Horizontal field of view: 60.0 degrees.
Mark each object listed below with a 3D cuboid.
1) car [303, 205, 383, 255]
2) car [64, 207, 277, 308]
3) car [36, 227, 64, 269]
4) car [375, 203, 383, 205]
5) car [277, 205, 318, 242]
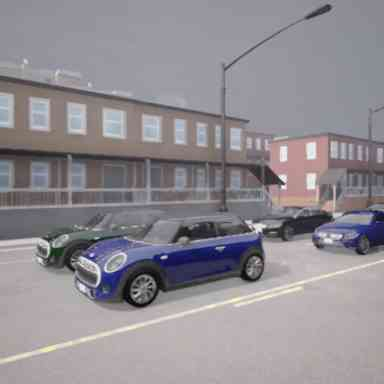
[{"bbox_3d":[6.697,1.448,13.061,4.674,1.442,1.812,0,0,-35],"label":"car"},{"bbox_3d":[-0.374,1.327,8.015,4.553,1.767,2.097,0,0,-35],"label":"car"},{"bbox_3d":[-2.511,1.327,10.789,4.553,1.767,2.097,0,0,-35],"label":"car"},{"bbox_3d":[12.413,1.428,21.426,4.181,1.385,1.994,0,0,-35],"label":"car"},{"bbox_3d":[4.941,1.411,16.106,4.902,1.511,2.128,0,0,-36],"label":"car"}]
